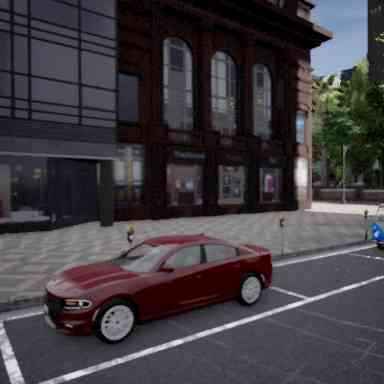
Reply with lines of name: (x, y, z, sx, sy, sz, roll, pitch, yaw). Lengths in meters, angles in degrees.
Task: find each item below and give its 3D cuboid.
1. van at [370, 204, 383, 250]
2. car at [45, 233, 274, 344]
van: (8.450, 1.270, 12.677, 3.998, 1.788, 1.690, 0, 0, -35)
car: (-0.385, 1.528, 6.377, 4.507, 1.381, 1.887, 0, 0, -35)
